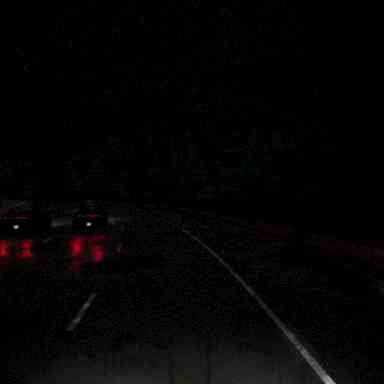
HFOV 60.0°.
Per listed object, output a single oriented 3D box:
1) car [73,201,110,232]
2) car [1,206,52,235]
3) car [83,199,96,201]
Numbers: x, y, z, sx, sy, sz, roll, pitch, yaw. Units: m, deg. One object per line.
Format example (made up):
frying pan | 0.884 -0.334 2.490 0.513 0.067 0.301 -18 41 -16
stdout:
car | -6.147 1.538 20.477 2.128 1.511 4.902 0 0 -12
car | -9.451 1.558 19.300 2.128 1.511 4.902 0 0 -12
car | -11.733 1.566 37.990 1.882 1.535 5.008 0 0 -22
